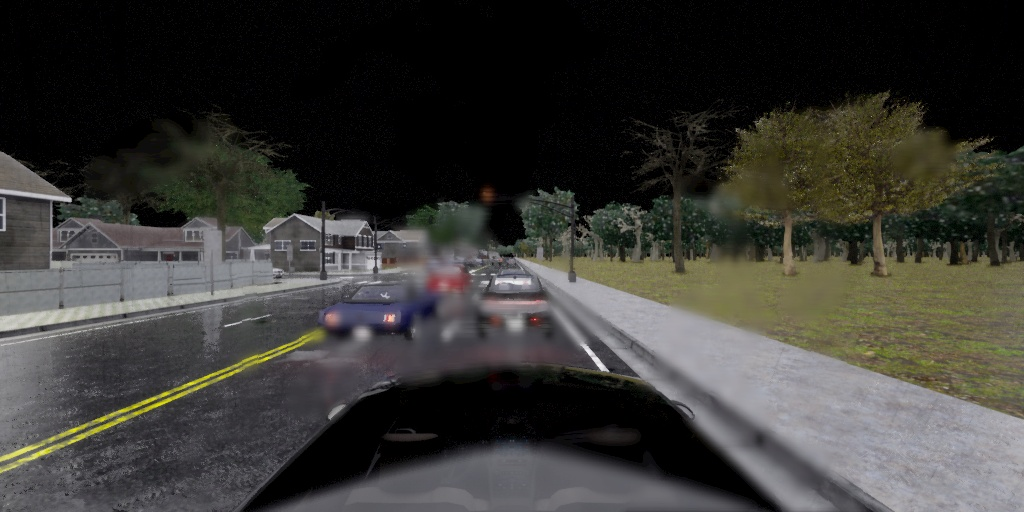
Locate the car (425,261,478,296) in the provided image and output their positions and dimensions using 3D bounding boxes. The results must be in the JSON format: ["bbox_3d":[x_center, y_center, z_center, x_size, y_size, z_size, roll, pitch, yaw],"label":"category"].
[{"bbox_3d":[-3.170,1.227,19.166,1.882,1.535,5.008,0,0,0],"label":"car"}]

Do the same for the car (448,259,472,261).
[{"bbox_3d":[-6.646,1.304,46.080,1.994,1.385,4.181,0,0,0],"label":"car"}]

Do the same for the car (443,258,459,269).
[{"bbox_3d":[-9.896,1.207,58.492,1.882,1.535,5.008,0,0,0],"label":"car"}]

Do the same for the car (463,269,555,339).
[{"bbox_3d":[0.087,1.241,10.087,2.128,1.511,4.902,0,0,0],"label":"car"}]

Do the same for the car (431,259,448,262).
[{"bbox_3d":[-9.879,1.266,46.060,1.812,1.442,4.674,0,0,0],"label":"car"}]

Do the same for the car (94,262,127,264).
[{"bbox_3d":[-34.862,1.288,31.447,4.902,1.511,2.128,0,0,0],"label":"car"}]

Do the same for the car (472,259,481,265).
[{"bbox_3d":[-6.650,1.330,58.056,1.895,1.301,4.718,0,0,0],"label":"car"}]

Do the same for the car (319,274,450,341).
[{"bbox_3d":[-3.155,1.350,9.825,1.895,1.301,4.718,0,0,0],"label":"car"}]

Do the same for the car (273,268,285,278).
[{"bbox_3d":[-22.530,1.305,31.418,4.674,1.442,1.812,0,0,0],"label":"car"}]
